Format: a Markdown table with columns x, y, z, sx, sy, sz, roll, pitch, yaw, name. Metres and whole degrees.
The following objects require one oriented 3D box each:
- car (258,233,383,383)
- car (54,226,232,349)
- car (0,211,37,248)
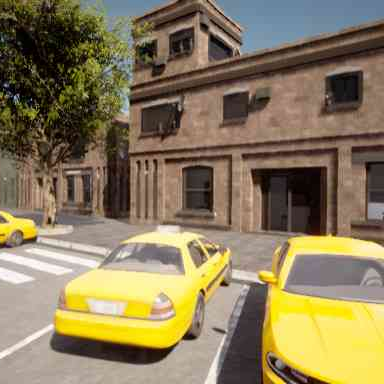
| x | y | z | sx | sy | sz | roll | pitch | yaw | name |
| --- | --- | --- | --- | --- | --- | --- | --- | --- | --- |
| 2.036 | 1.449 | 4.674 | 2.097 | 1.535 | 5.008 | 1 | 0 | 15 | car |
| -0.372 | 1.440 | 6.581 | 1.946 | 1.575 | 5.366 | 1 | 0 | 16 | car |
| -7.805 | 1.327 | 11.463 | 1.946 | 1.575 | 5.366 | 1 | 0 | 16 | car |
